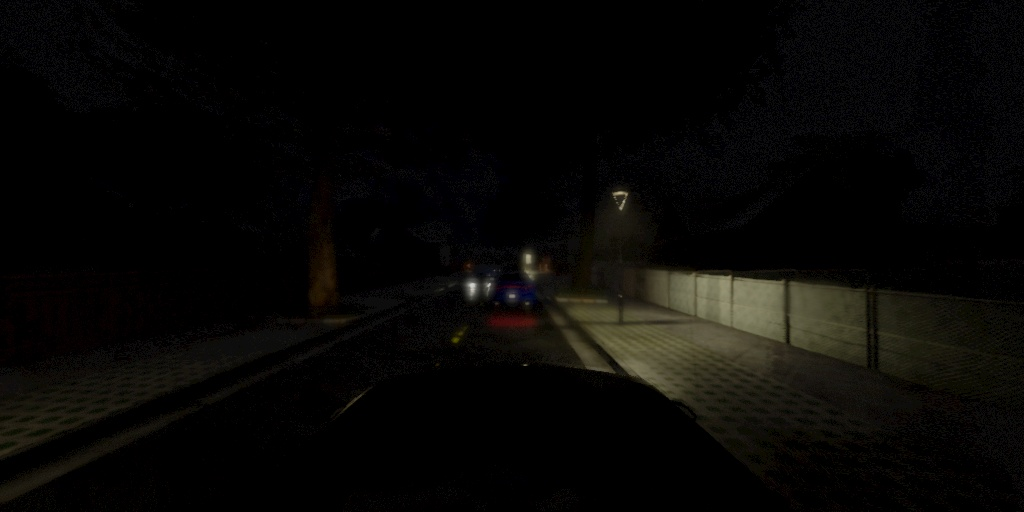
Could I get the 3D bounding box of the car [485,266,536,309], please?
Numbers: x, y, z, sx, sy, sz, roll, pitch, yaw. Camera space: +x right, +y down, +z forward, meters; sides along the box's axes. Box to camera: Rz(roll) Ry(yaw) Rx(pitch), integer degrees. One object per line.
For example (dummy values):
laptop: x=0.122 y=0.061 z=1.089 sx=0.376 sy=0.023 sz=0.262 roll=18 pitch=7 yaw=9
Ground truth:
car: x=0.030 y=1.399 z=16.115 sx=1.882 sy=1.535 sz=5.008 roll=0 pitch=0 yaw=1

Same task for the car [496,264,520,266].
car: x=0.025 y=1.464 z=30.331 sx=2.097 sy=1.767 sz=4.553 roll=0 pitch=-1 yaw=0

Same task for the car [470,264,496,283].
car: x=-2.767 y=1.644 z=33.937 sx=1.882 sy=1.535 sz=5.008 roll=0 pitch=-1 yaw=0
